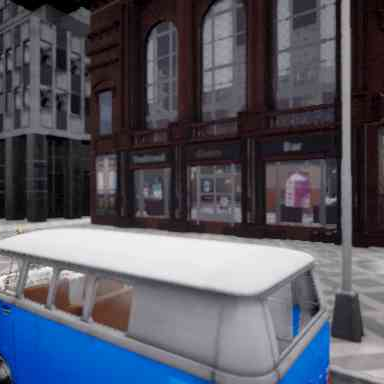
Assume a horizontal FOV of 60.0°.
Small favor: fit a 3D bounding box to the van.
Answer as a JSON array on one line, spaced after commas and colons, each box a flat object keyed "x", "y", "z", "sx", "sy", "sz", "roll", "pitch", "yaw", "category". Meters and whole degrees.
[{"x": -0.685, "y": 1.356, "z": 3.444, "sx": 3.998, "sy": 1.788, "sz": 1.690, "roll": 0, "pitch": 0, "yaw": 35, "category": "van"}]
